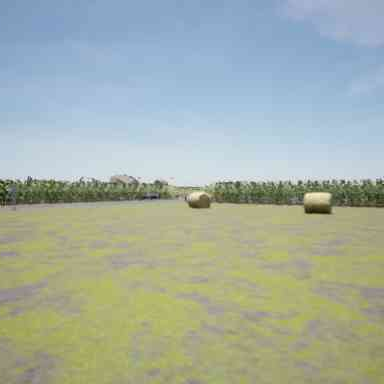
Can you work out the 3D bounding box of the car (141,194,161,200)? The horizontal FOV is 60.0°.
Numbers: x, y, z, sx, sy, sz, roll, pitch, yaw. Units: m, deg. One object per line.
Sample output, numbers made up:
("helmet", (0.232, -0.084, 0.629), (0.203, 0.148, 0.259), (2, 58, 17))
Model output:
("car", (-8.717, 0.966, 70.249), (1.895, 1.301, 4.718), (0, 0, 31))
